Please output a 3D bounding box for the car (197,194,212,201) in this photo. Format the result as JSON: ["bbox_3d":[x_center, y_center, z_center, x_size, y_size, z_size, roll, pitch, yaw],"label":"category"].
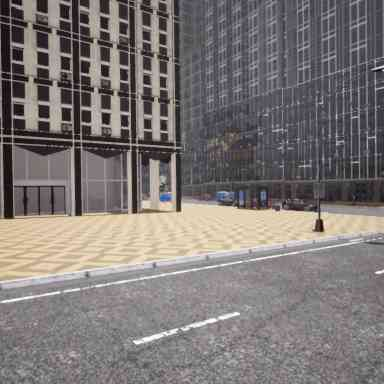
[{"bbox_3d":[2.664,1.043,64.027,1.802,1.307,4.206,0,1,-34],"label":"car"}]

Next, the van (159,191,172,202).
[{"bbox_3d":[-4.260,0.937,59.305,1.690,1.788,3.998,0,1,-34],"label":"van"}]

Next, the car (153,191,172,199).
[{"bbox_3d":[-6.941,0.615,78.112,2.192,1.841,5.009,0,1,-34],"label":"car"}]

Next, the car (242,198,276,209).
[{"bbox_3d":[8.454,1.388,40.463,1.802,1.307,4.206,0,1,-34],"label":"car"}]

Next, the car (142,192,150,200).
[{"bbox_3d":[-10.664,1.040,68.700,2.008,1.369,4.403,0,1,-34],"label":"car"}]

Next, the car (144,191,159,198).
[{"bbox_3d":[-10.143,0.686,82.809,1.967,1.590,4.097,0,1,-34],"label":"car"}]

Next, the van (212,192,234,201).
[{"bbox_3d":[5.865,0.855,59.328,1.690,1.788,3.998,0,1,-34],"label":"van"}]

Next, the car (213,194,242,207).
[{"bbox_3d":[5.300,1.319,45.192,1.947,1.339,4.313,0,1,-34],"label":"car"}]

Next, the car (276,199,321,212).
[{"bbox_3d":[11.642,1.424,35.755,1.947,1.339,4.313,0,1,-34],"label":"car"}]
